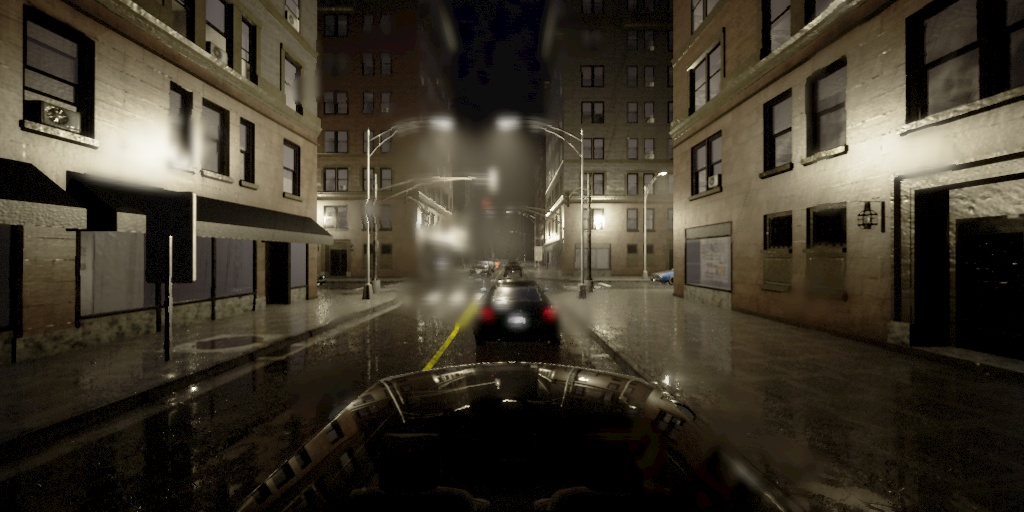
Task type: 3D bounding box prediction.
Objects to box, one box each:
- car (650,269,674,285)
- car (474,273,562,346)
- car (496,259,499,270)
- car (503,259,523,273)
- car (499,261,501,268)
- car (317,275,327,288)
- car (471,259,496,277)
[{"bbox_3d":[12.625,1.300,25.156,5.357,1.411,2.033,0,0,0],"label":"car"},{"bbox_3d":[0.118,1.327,9.502,1.994,1.385,4.181,0,0,-1],"label":"car"},{"bbox_3d":[-3.080,1.369,46.073,2.033,1.411,5.357,0,0,0],"label":"car"},{"bbox_3d":[0.118,1.314,38.199,1.837,1.490,4.892,0,0,0],"label":"car"},{"bbox_3d":[-3.063,1.184,55.856,2.097,1.767,4.553,0,0,-1],"label":"car"},{"bbox_3d":[-14.017,1.421,21.881,4.718,1.301,1.895,0,0,0],"label":"car"},{"bbox_3d":[-3.080,1.298,36.331,2.128,1.511,4.902,0,0,0],"label":"car"}]
